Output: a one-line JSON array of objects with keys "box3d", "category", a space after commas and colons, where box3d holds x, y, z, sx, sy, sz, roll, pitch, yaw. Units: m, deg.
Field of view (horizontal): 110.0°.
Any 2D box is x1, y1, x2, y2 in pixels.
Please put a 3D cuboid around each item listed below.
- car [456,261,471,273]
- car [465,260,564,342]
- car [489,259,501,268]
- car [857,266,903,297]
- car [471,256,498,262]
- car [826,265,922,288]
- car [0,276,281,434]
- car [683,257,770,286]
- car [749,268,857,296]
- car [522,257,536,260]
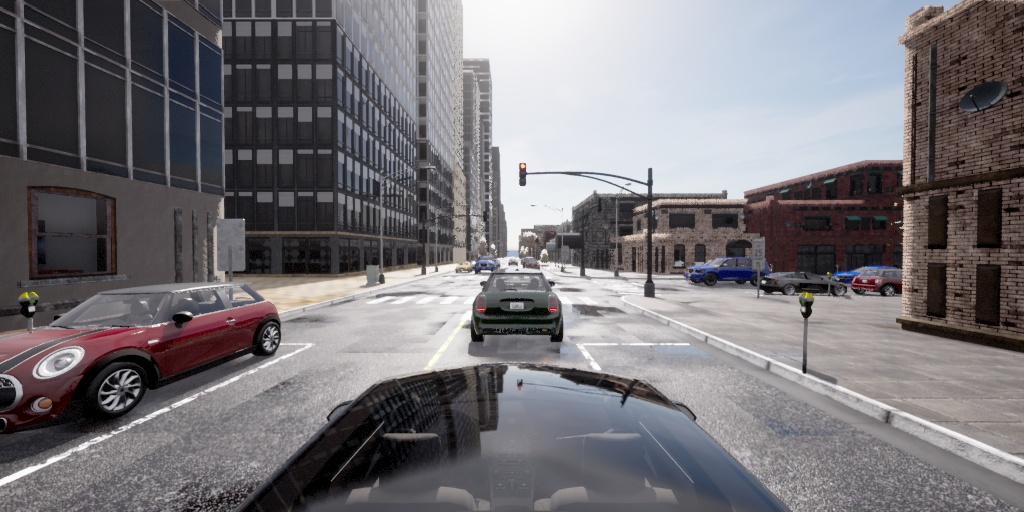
[{"box3d": [-5.749, 1.265, 43.391, 1.751, 1.417, 4.829, 0, 0, 0], "category": "car"}, {"box3d": [0.150, 1.100, 9.910, 2.097, 1.767, 4.553, 0, 0, 1], "category": "car"}, {"box3d": [-2.955, 1.263, 61.937, 1.812, 1.442, 4.674, 0, 0, 0], "category": "car"}, {"box3d": [21.994, 1.474, 20.364, 4.097, 1.591, 1.967, 0, 0, 1], "category": "car"}, {"box3d": [-3.013, 0.962, 41.488, 2.150, 2.045, 5.566, 0, 0, 1], "category": "car"}, {"box3d": [26.238, 1.461, 26.083, 5.008, 1.535, 1.882, 1, 1, 1], "category": "car"}, {"box3d": [-5.684, 1.189, 5.613, 1.967, 1.591, 4.097, 0, 0, 0], "category": "car"}, {"box3d": [15.777, 1.105, 26.234, 5.566, 2.045, 2.150, 1, 1, 1], "category": "car"}, {"box3d": [16.447, 1.547, 20.446, 4.313, 1.339, 1.948, 0, 0, 1], "category": "car"}, {"box3d": [2.781, 1.179, 49.134, 1.967, 1.591, 4.097, 0, 0, 0], "category": "car"}]
